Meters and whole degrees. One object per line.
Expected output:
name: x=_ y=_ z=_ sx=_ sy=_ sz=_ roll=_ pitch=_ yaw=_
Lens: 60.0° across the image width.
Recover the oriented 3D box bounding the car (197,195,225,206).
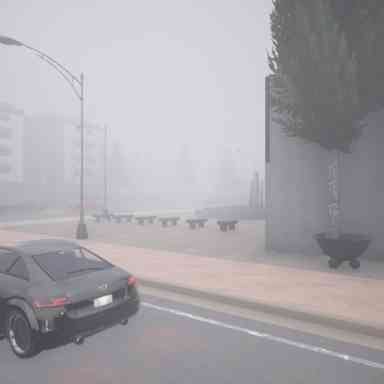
car: x=3.147 y=1.351 z=54.690 sx=4.553 sy=1.767 sz=2.097 roll=0 pitch=0 yaw=-26

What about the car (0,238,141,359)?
car: x=-2.929 y=1.564 z=6.047 sx=4.181 sy=1.385 sz=1.994 roll=0 pitch=0 yaw=36

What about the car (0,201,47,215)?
car: x=-17.651 y=1.601 z=34.352 sx=1.895 sy=1.301 sz=4.718 roll=0 pitch=0 yaw=33

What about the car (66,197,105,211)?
car: x=-13.089 y=1.353 z=40.856 sx=2.097 sy=1.767 sz=4.553 roll=0 pitch=0 yaw=38
